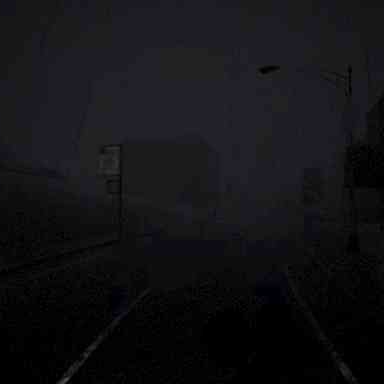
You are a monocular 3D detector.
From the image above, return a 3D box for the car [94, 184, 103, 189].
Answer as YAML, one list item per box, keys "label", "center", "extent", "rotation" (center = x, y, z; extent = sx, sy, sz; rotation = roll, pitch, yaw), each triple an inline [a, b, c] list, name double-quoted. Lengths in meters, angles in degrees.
- label: "car"
  center: [-19.229, -0.650, 63.972]
  extent: [2.002, 1.452, 4.674]
  rotation: [0, -4, 2]

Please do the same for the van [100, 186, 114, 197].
- label: "van"
  center: [-19.170, -0.041, 75.167]
  extent: [1.878, 1.987, 4.442]
  rotation: [0, -5, 0]

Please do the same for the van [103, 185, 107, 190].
- label: "van"
  center: [-19.127, -0.484, 69.646]
  extent: [1.878, 1.987, 4.442]
  rotation: [0, -4, 1]

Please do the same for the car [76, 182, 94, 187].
- label: "car"
  center: [-19.410, -1.049, 58.447]
  extent: [2.002, 1.452, 4.674]
  rotation: [0, -4, 3]

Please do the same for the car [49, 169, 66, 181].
- label: "car"
  center: [-20.083, -2.071, 47.464]
  extent: [2.435, 2.045, 5.566]
  rotation: [0, -3, 5]

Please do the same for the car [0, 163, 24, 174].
- label: "car"
  center: [-21.264, -2.472, 36.285]
  extent: [2.231, 1.521, 4.892]
  rotation: [0, -3, 8]

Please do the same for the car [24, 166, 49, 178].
- label: "car"
  center: [-20.621, -2.282, 41.882]
  extent: [2.185, 1.767, 4.553]
  rotation: [0, -3, 6]
